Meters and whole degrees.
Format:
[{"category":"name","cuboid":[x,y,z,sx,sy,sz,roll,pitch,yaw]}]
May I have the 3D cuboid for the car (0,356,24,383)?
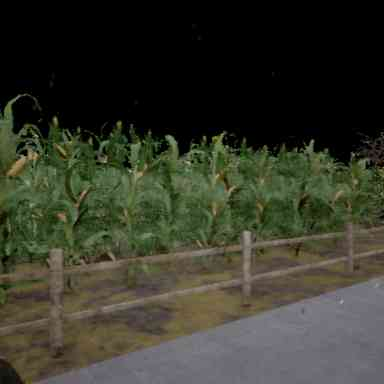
[{"category":"car","cuboid":[-2.743,1.563,1.112,4.181,1.385,1.994,0,0,-36]}]
